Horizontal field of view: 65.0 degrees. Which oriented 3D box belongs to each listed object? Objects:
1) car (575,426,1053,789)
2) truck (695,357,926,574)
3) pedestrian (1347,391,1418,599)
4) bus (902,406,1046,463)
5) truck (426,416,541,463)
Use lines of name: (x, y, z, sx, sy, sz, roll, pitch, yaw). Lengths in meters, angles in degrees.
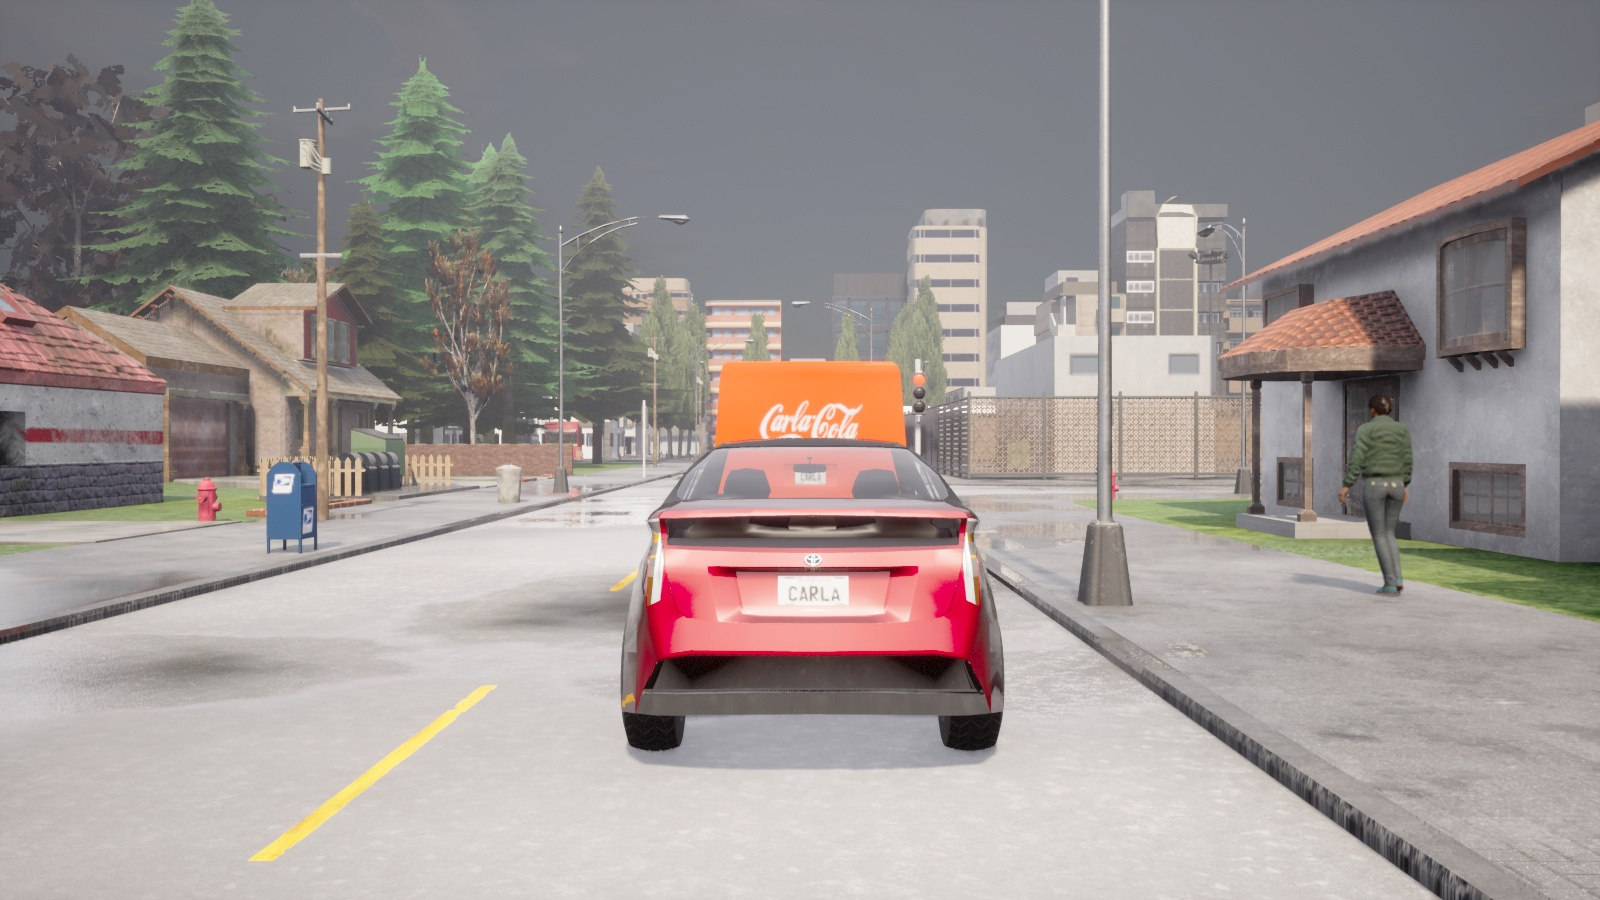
car: (0.061, 0.651, 7.533, 2.007, 1.525, 4.514, 0, 0, 0)
truck: (0.118, 0.164, 16.898, 2.627, 2.467, 5.204, 0, 0, 0)
pedestrian: (5.306, 0.396, 11.452, 0.353, 1.847, 0.614, 0, 0, -1)
bus: (12.958, -1.152, 94.425, 10.273, 4.253, 3.944, 0, 0, 0)
truck: (-23.756, -0.788, 94.488, 7.936, 3.462, 2.891, 0, 0, 2)
